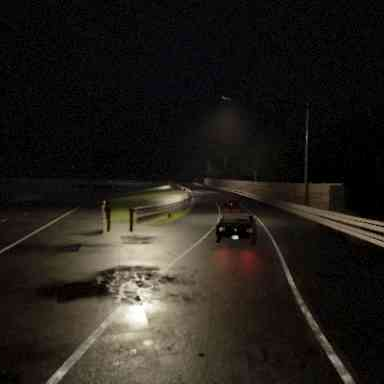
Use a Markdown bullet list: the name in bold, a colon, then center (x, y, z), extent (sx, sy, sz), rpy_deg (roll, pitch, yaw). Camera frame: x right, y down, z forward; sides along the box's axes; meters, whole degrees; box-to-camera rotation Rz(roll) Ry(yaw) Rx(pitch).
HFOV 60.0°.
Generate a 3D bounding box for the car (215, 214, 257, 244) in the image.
- **car**: center (2.306, 1.752, 16.988), extent (1.895, 1.301, 4.718), rpy_deg (1, 0, 9)

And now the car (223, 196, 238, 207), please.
- **car**: center (5.428, 1.351, 47.489), extent (1.812, 1.442, 4.674), rpy_deg (1, 2, 2)
